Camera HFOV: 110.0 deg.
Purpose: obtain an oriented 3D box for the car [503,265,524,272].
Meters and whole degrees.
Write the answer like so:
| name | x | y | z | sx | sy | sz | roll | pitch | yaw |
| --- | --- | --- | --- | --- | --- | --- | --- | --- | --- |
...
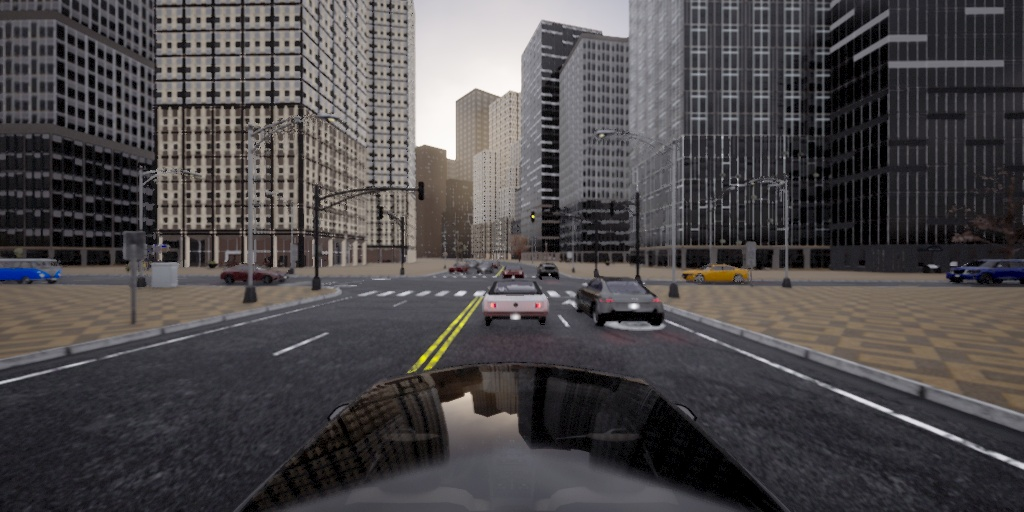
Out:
| name | x | y | z | sx | sy | sz | roll | pitch | yaw |
| --- | --- | --- | --- | --- | --- | --- | --- | --- | --- |
| car | 0.108 | 1.491 | 32.743 | 1.895 | 1.301 | 4.718 | 0 | 0 | 0 |

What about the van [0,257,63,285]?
| name | x | y | z | sx | sy | sz | roll | pitch | yaw |
| --- | --- | --- | --- | --- | --- | --- | --- | --- | --- |
| van | -33.936 | 1.085 | 24.976 | 3.998 | 1.789 | 1.690 | 0 | 0 | 1 |

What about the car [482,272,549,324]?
| name | x | y | z | sx | sy | sz | roll | pitch | yaw |
| --- | --- | --- | --- | --- | --- | --- | --- | --- | --- |
| car | 0.100 | 1.404 | 12.116 | 1.895 | 1.301 | 4.718 | 0 | 0 | 0 |

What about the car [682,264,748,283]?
| name | x | y | z | sx | sy | sz | roll | pitch | yaw |
| --- | --- | --- | --- | --- | --- | --- | --- | --- | --- |
| car | 16.780 | 1.437 | 29.784 | 5.008 | 1.535 | 1.882 | 0 | 0 | 1 |

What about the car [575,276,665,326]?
| name | x | y | z | sx | sy | sz | roll | pitch | yaw |
| --- | --- | --- | --- | --- | --- | --- | --- | --- | --- |
| car | 3.355 | 1.366 | 11.916 | 1.994 | 1.385 | 4.181 | 0 | 0 | 0 |

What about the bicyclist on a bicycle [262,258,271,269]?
| name | x | y | z | sx | sy | sz | roll | pitch | yaw |
| --- | --- | --- | --- | --- | --- | --- | --- | --- | --- |
| bicyclist on a bicycle | -24.707 | 1.053 | 36.072 | 0.582 | 1.620 | 1.656 | 0 | 0 | 1 |

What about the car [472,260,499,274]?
| name | x | y | z | sx | sy | sz | roll | pitch | yaw |
| --- | --- | --- | --- | --- | --- | --- | --- | --- | --- |
| car | -3.285 | 1.439 | 45.320 | 2.128 | 1.511 | 4.902 | 0 | 0 | 3 |

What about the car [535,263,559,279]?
| name | x | y | z | sx | sy | sz | roll | pitch | yaw |
| --- | --- | --- | --- | --- | --- | --- | --- | --- | --- |
| car | 3.352 | 1.410 | 34.405 | 1.837 | 1.490 | 4.892 | 0 | 0 | 0 |

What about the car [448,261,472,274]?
| name | x | y | z | sx | sy | sz | roll | pitch | yaw |
| --- | --- | --- | --- | --- | --- | --- | --- | --- | --- |
| car | -6.588 | 1.548 | 44.641 | 1.895 | 1.301 | 4.718 | 0 | 0 | 3 |

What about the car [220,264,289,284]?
| name | x | y | z | sx | sy | sz | roll | pitch | yaw |
| --- | --- | --- | --- | --- | --- | --- | --- | --- | --- |
| car | -19.485 | 1.329 | 27.207 | 4.674 | 1.442 | 1.812 | 0 | 0 | 1 |

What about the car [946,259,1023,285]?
| name | x | y | z | sx | sy | sz | roll | pitch | yaw |
| --- | --- | --- | --- | --- | --- | --- | --- | --- | --- |
| car | 39.238 | 1.280 | 29.297 | 5.566 | 2.045 | 2.150 | 0 | 0 | 1 |

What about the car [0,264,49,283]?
| name | x | y | z | sx | sy | sz | roll | pitch | yaw |
| --- | --- | --- | --- | --- | --- | --- | --- | --- | --- |
| car | -39.323 | 1.312 | 27.705 | 4.718 | 1.301 | 1.895 | 0 | 0 | 2 |
